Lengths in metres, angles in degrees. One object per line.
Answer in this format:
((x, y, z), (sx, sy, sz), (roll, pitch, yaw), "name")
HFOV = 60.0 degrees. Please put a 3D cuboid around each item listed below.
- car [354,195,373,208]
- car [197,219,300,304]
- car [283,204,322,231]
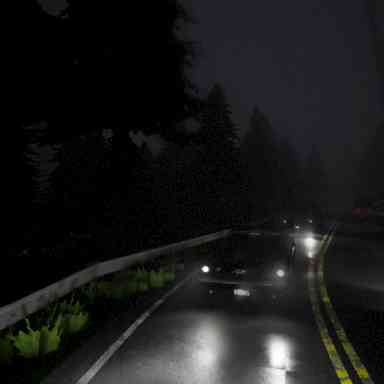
((20.770, 1.057, 40.193), (2.128, 1.511, 4.902), (-2, 0, 28), "car")
((1.627, 1.599, 8.438), (1.895, 1.301, 4.718), (-1, 0, 18), "car")
((6.765, 1.459, 20.096), (2.033, 1.411, 5.357), (-2, 0, 26), "car")
